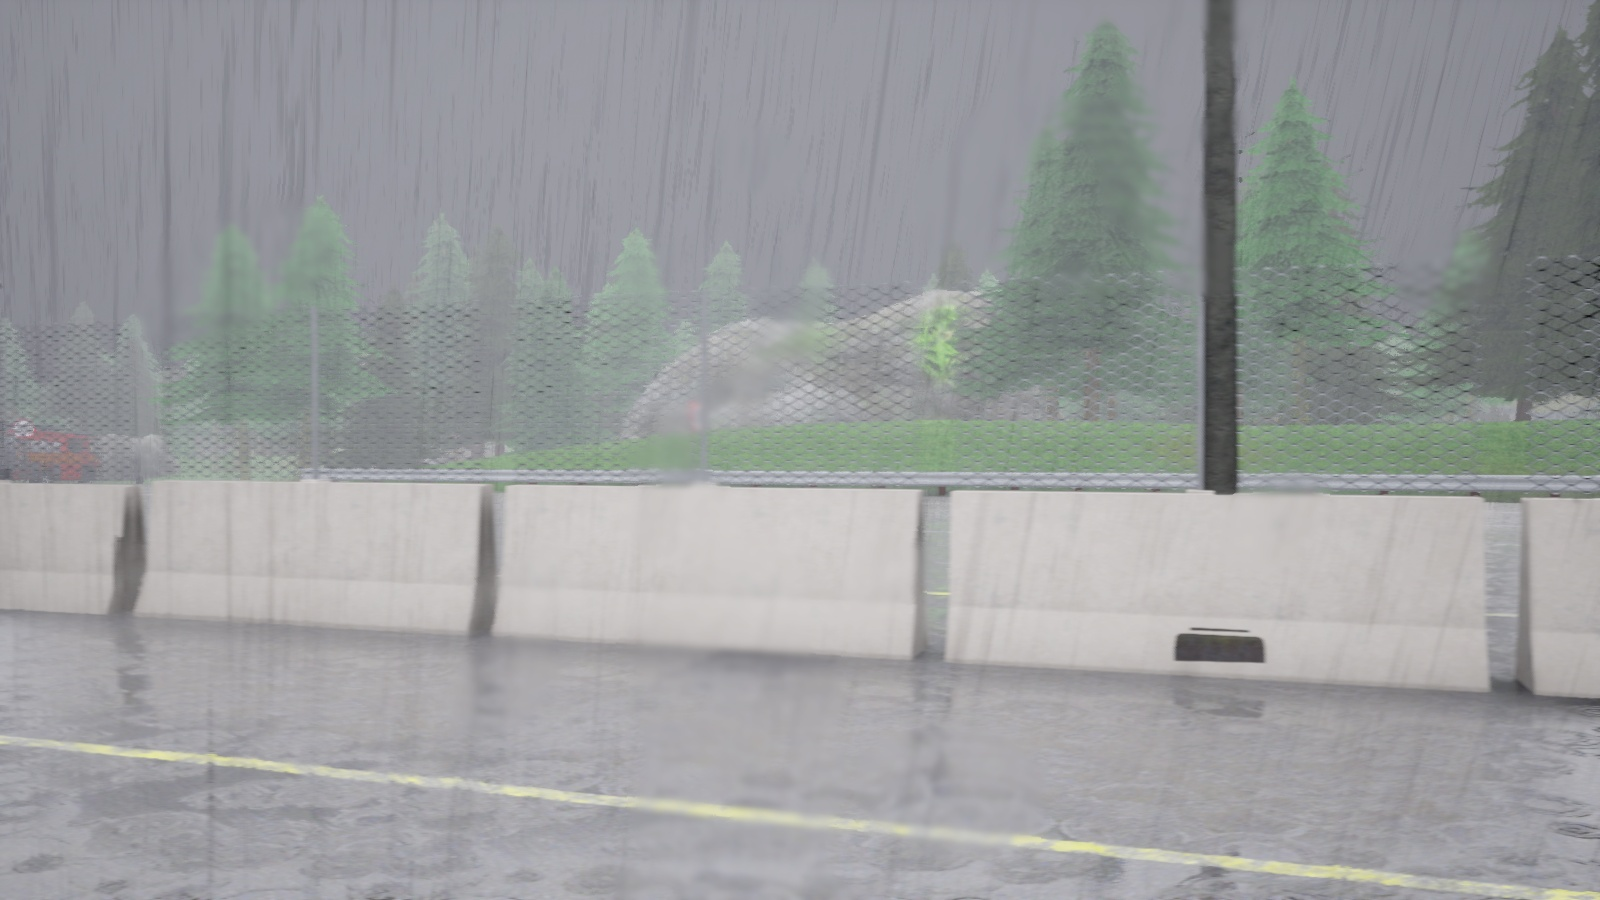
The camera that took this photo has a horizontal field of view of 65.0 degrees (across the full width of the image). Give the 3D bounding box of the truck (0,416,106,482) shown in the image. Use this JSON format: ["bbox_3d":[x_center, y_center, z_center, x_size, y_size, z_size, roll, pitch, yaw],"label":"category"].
[{"bbox_3d":[-47.661,0.031,79.454,2.891,3.827,8.468,0,-2,-2],"label":"truck"}]
